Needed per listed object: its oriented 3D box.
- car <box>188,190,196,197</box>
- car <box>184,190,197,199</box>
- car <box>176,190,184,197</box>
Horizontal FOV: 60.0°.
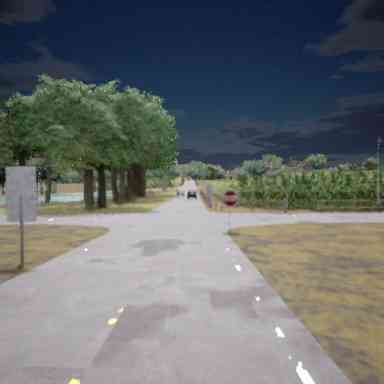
[{"bbox_3d":[-0.003,0.266,84.451,1.882,1.535,5.008,0,2,0],"label":"car"},{"bbox_3d":[-0.003,0.486,74.065,2.150,2.045,5.566,0,2,0],"label":"car"},{"bbox_3d":[-2.753,0.280,78.619,1.812,1.442,4.674,0,2,0],"label":"car"}]
